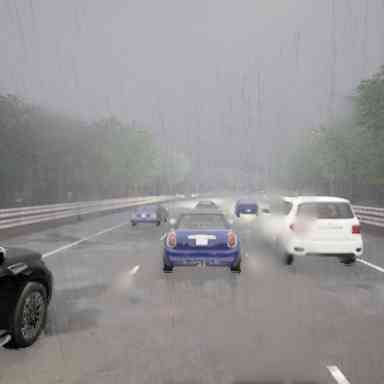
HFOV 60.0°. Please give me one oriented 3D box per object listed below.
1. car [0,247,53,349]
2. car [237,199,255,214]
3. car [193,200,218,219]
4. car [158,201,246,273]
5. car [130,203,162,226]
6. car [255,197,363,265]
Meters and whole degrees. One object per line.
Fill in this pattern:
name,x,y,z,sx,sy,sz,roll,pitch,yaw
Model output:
car,-3.355,1.203,3.061,2.150,2.045,5.566,0,0,1
car,4.824,1.340,29.735,1.882,1.535,5.008,0,0,4
car,1.243,1.428,28.711,1.994,1.385,4.181,0,0,4
car,0.313,1.301,10.730,2.097,1.767,4.553,0,0,2
car,-2.715,1.440,22.101,2.033,1.411,5.357,0,0,3
car,3.830,1.170,11.684,2.150,2.045,5.566,0,0,2
